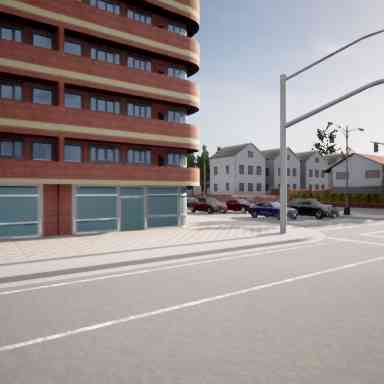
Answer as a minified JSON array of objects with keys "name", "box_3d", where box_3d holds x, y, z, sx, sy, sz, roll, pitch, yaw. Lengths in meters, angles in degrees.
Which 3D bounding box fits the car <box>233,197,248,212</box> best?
[{"name":"car","box_3d":[5.169,1.478,36.632,1.882,1.535,5.008,0,0,-35]}]

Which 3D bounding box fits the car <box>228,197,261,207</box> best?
[{"name":"car","box_3d":[8.217,1.547,52.788,2.033,1.411,5.357,0,0,-35]}]

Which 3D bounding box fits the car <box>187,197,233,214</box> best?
[{"name":"car","box_3d":[1.790,1.352,35.361,2.097,1.767,4.553,0,0,-34]}]

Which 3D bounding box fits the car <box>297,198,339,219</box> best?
[{"name":"car","box_3d":[10.419,1.352,29.056,2.097,1.767,4.553,0,0,-35]}]

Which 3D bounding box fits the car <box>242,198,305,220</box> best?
[{"name":"car","box_3d":[6.784,1.526,28.163,1.812,1.442,4.674,0,0,-35]}]

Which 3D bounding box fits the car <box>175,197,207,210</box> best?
[{"name":"car","box_3d":[-0.212,1.505,44.422,1.837,1.490,4.892,0,0,-35]}]
